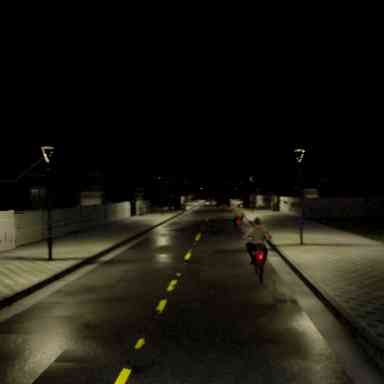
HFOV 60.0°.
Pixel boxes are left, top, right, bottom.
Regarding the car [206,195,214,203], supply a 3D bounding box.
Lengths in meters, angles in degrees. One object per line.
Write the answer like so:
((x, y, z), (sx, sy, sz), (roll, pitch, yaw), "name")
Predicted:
((4.572, 1.624, 80.745), (2.097, 1.767, 4.553), (-1, 0, 5), "car")

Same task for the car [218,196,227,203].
((6.667, 1.688, 73.232), (1.837, 1.490, 4.892), (-1, 0, 5), "car")

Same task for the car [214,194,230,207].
((5.152, 1.367, 55.164), (2.150, 2.045, 5.566), (-1, 0, 5), "car")

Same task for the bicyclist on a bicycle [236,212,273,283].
((1.708, 1.437, 8.653), (0.866, 1.612, 1.509), (-1, 0, 5), "bicyclist on a bicycle")

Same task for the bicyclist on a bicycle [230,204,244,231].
((2.587, 1.464, 18.518), (0.866, 1.612, 1.509), (-1, 0, 5), "bicyclist on a bicycle")
